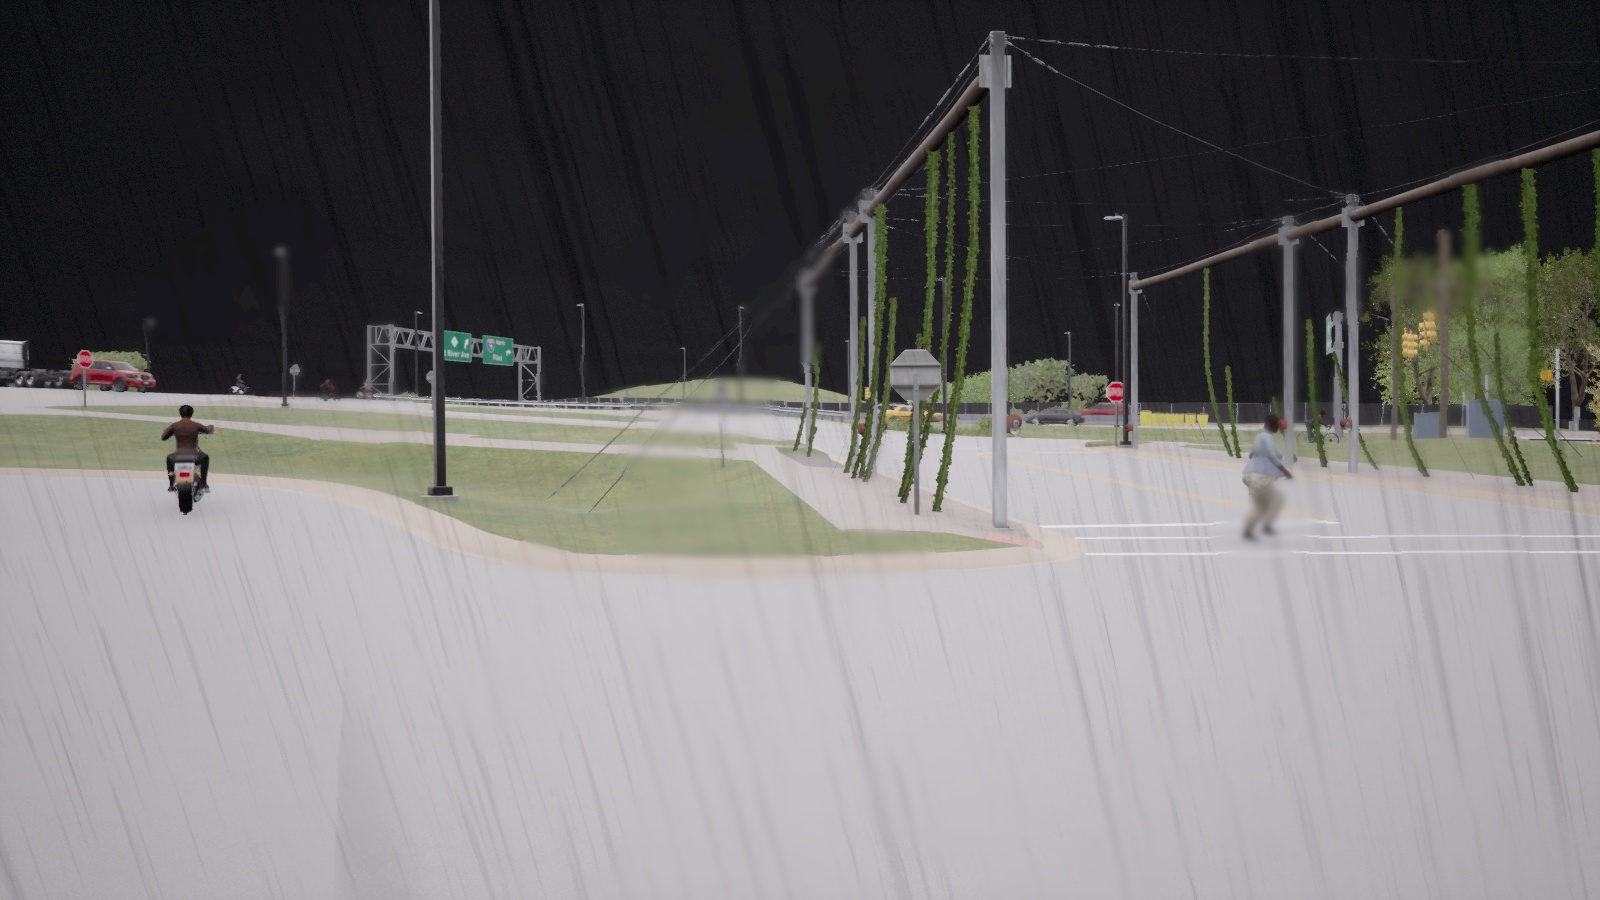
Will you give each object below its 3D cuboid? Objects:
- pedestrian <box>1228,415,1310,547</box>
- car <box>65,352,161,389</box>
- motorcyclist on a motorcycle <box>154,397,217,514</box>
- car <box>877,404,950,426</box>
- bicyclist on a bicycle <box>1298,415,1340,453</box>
[{"bbox_3d":[6.739,0.426,18.090,0.900,1.855,0.874,0,1,6],"label":"pedestrian"},{"bbox_3d":[-44.440,-5.121,81.236,5.566,2.045,2.150,4,2,18],"label":"car"},{"bbox_3d":[-9.458,0.028,19.404,0.766,1.649,2.350,-1,4,-24],"label":"motorcyclist on a motorcycle"},{"bbox_3d":[8.837,-2.736,97.881,5.366,1.575,1.801,2,1,20],"label":"car"},{"bbox_3d":[23.039,-0.727,55.749,1.656,1.620,0.582,2,1,19],"label":"bicyclist on a bicycle"}]
